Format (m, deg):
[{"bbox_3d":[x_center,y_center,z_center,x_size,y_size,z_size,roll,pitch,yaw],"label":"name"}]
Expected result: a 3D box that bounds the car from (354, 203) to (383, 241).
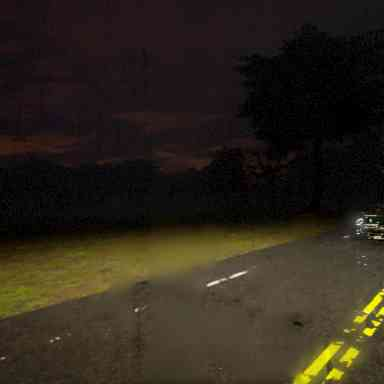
[{"bbox_3d":[9.346,1.348,15.853,2.097,1.767,4.553,0,0,41],"label":"car"}]
